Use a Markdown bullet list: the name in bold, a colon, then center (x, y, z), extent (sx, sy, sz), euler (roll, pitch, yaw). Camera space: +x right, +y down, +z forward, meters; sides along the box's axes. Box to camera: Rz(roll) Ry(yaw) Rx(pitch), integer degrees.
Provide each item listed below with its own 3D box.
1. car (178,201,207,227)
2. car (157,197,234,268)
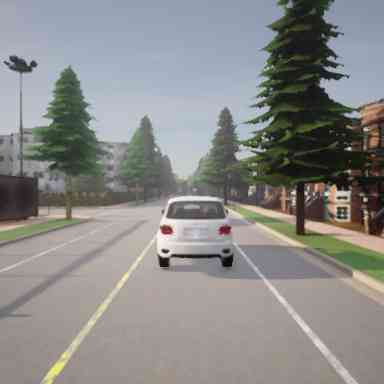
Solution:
- **car**: center (-0.083, 1.459, 23.334), extent (1.812, 1.442, 4.674), euler (0, 0, -3)
- **car**: center (0.102, 1.183, 11.304), extent (2.150, 2.045, 5.566), euler (0, -1, 0)
